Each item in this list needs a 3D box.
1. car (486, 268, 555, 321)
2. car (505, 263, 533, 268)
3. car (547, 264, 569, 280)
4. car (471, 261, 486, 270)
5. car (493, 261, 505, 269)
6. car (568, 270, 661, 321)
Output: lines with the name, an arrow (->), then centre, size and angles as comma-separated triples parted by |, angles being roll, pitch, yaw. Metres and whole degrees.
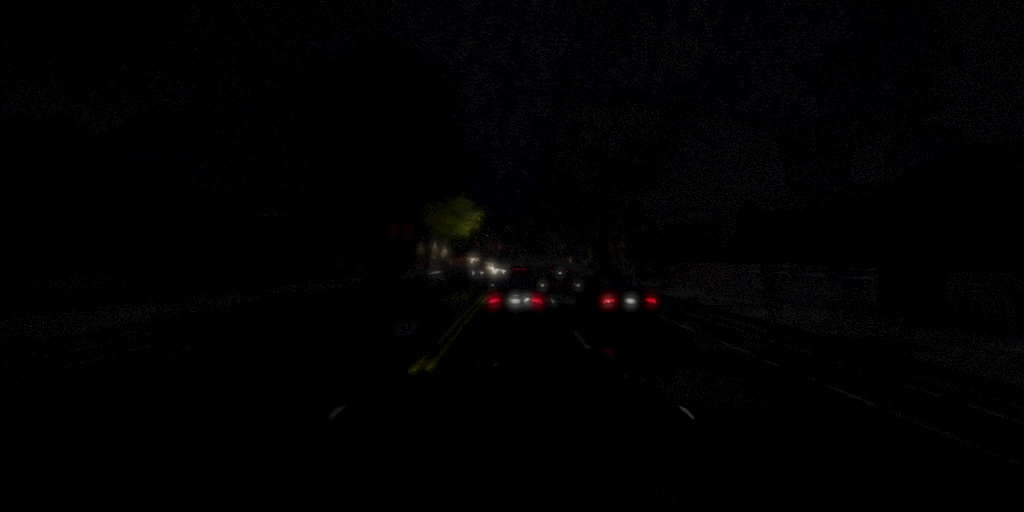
car -> 0.182, 1.331, 12.653 | 2.033, 1.411, 5.357 | 0, 0, 2
car -> 0.788, 1.319, 31.301 | 2.128, 1.511, 4.902 | 0, 0, 2
car -> 4.057, 1.393, 31.694 | 1.994, 1.385, 4.181 | 0, 0, 2
car -> -5.069, 1.426, 54.596 | 1.994, 1.385, 4.181 | 0, 0, 2
car -> -1.800, 1.411, 54.999 | 2.033, 1.411, 5.357 | 0, 0, 2
car -> 3.433, 1.332, 12.611 | 2.033, 1.411, 5.357 | 0, 0, 2
